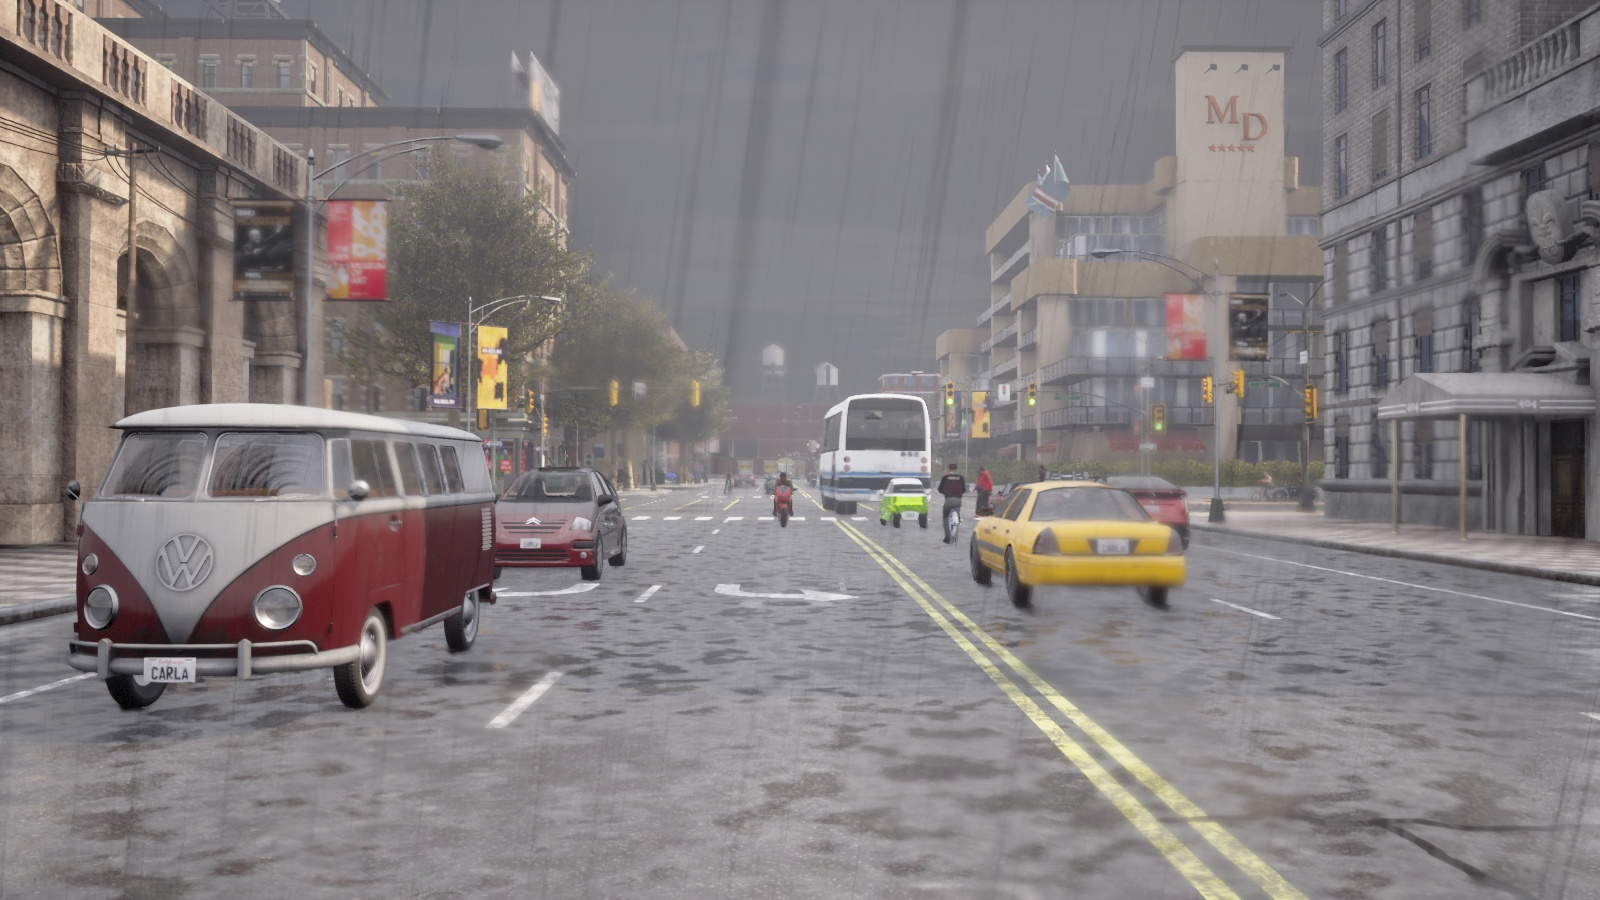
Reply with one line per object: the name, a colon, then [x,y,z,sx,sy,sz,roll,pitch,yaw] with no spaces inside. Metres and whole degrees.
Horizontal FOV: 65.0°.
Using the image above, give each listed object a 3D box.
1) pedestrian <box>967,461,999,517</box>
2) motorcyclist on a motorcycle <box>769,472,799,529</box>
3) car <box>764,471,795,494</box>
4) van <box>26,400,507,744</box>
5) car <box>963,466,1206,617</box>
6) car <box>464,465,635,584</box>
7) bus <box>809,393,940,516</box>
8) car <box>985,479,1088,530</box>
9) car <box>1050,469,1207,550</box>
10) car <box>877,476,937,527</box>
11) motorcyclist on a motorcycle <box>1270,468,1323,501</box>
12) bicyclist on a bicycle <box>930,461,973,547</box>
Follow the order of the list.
pedestrian: [6.034,1.280,41.337,0.899,1.844,0.634,0,-1,-6]
motorcyclist on a motorcycle: [-0.449,1.381,34.762,0.797,1.523,2.044,0,-1,-1]
car: [-1.442,2.247,87.812,2.128,1.511,4.902,0,-1,-1]
van: [-3.607,0.741,9.502,1.775,1.987,4.442,0,-1,-1]
car: [3.341,1.007,15.900,1.801,1.575,5.366,0,-1,0]
car: [-3.690,1.049,19.162,1.851,1.617,3.988,0,-1,-1]
bus: [2.640,0.246,48.883,3.944,4.253,10.273,0,-1,-3]
car: [6.547,1.479,35.251,1.895,1.301,4.718,0,-1,-1]
car: [6.719,1.174,26.231,2.007,1.525,4.514,0,-1,-1]
car: [3.033,1.459,35.898,1.481,1.376,2.207,0,-1,-1]
motorcyclist on a motorcycle: [24.891,1.721,62.998,2.350,1.649,0.766,0,-1,-1]
bicyclist on a bicycle: [3.207,1.119,26.671,0.659,1.776,1.843,0,-1,-1]
